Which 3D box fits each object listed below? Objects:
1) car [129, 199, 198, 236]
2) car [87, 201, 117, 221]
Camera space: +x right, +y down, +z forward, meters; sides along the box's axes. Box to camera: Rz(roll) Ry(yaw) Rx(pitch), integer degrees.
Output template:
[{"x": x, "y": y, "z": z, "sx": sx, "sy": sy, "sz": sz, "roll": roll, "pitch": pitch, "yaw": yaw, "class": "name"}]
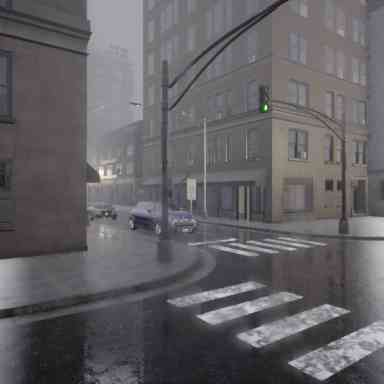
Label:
[{"x": -1.624, "y": 1.269, "z": 17.977, "sx": 2.097, "sy": 1.767, "sz": 4.553, "roll": 0, "pitch": 0, "yaw": -36, "class": "car"}, {"x": -7.418, "y": 1.428, "z": 26.084, "sx": 1.994, "sy": 1.385, "sz": 4.181, "roll": 0, "pitch": 0, "yaw": -35, "class": "car"}]
